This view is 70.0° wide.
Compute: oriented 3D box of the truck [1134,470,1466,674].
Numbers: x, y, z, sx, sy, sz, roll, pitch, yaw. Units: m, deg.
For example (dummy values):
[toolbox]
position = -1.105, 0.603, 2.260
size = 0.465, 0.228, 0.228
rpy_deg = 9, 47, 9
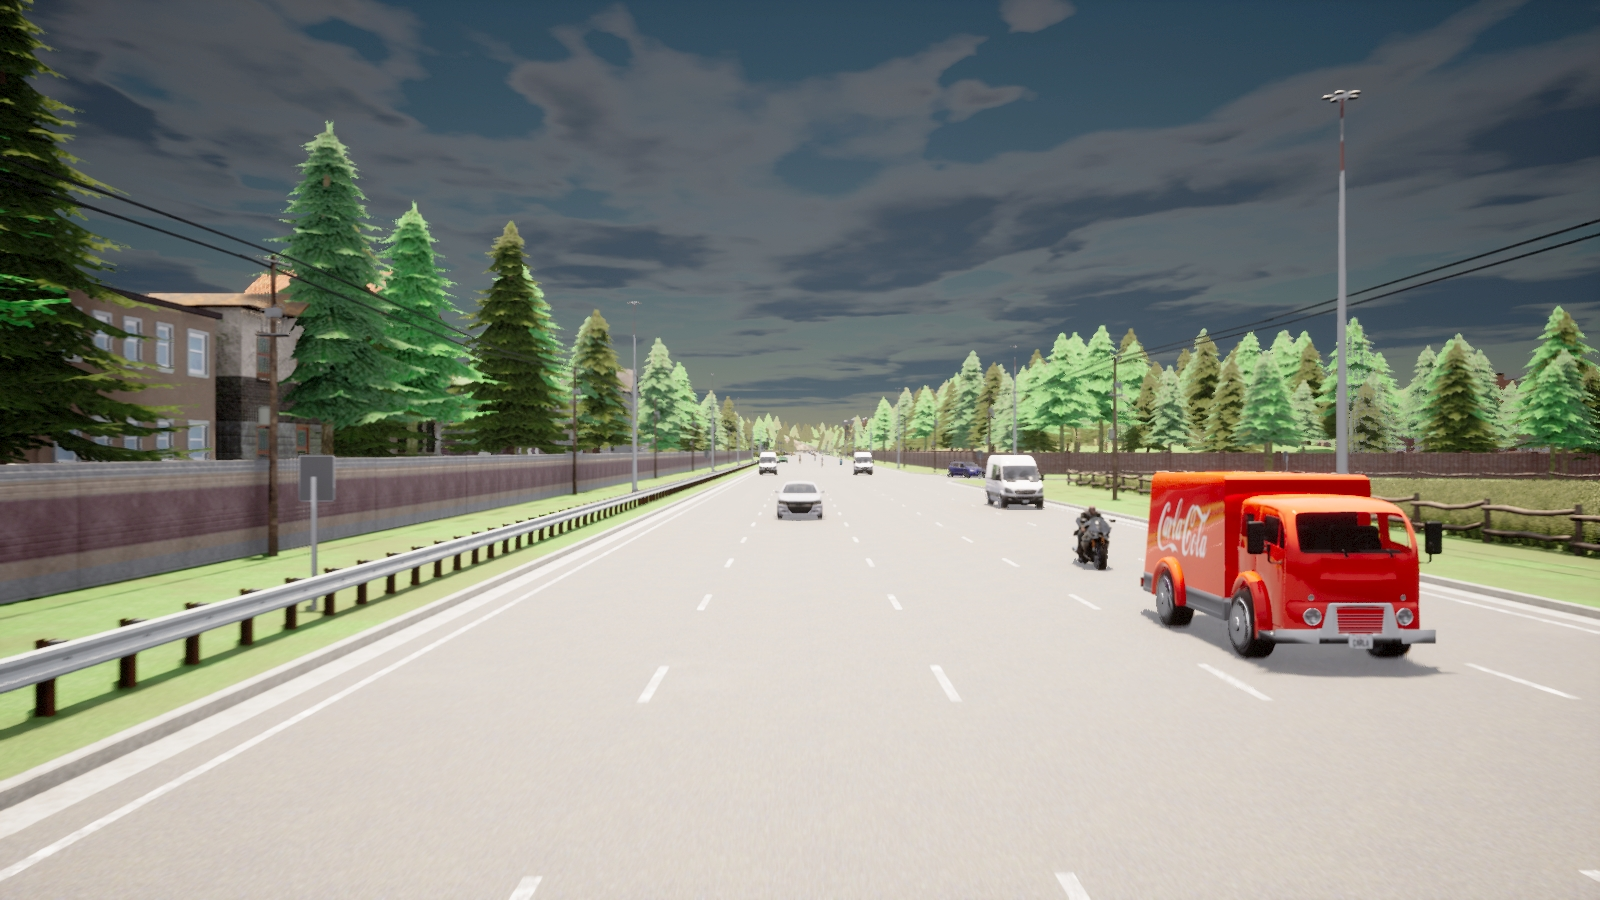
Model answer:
[truck]
position = 7.000, 1.568, 16.865
size = 2.627, 2.467, 5.204
rpy_deg = 0, 0, 0

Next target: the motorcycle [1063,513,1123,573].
[motorcycle]
position = 6.995, 2.205, 27.415
size = 0.867, 1.251, 2.209
rpy_deg = 0, 0, 0

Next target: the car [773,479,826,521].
[car]
position = -0.007, 2.034, 47.576
size = 2.097, 1.535, 5.006
rpy_deg = 0, 0, 0

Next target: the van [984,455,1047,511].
[van]
position = 10.487, 1.534, 56.029
size = 1.988, 2.561, 5.915
rpy_deg = 0, 0, 0
